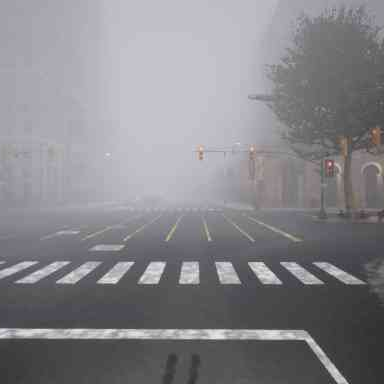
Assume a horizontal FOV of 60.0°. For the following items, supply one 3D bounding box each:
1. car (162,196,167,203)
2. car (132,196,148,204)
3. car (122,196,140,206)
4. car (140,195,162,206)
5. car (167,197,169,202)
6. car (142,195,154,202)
[{"bbox_3d":[-6.538,1.492,63.295,2.128,1.511,4.902,0,0,2],"label":"car"},{"bbox_3d":[-10.008,1.547,64.597,2.033,1.411,5.357,0,0,2],"label":"car"},{"bbox_3d":[-10.128,1.601,54.443,1.895,1.301,4.718,0,0,1],"label":"car"},{"bbox_3d":[-6.639,1.351,54.090,2.097,1.767,4.553,0,0,1],"label":"car"},{"bbox_3d":[-6.323,1.524,73.568,1.812,1.442,4.674,0,0,1],"label":"car"},{"bbox_3d":[-9.806,1.524,74.555,1.812,1.442,4.674,0,0,1],"label":"car"}]
